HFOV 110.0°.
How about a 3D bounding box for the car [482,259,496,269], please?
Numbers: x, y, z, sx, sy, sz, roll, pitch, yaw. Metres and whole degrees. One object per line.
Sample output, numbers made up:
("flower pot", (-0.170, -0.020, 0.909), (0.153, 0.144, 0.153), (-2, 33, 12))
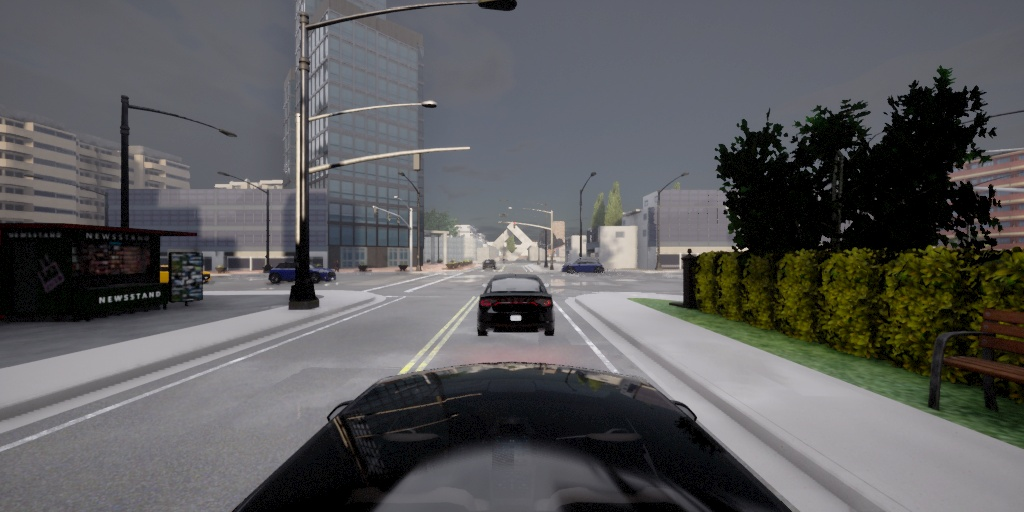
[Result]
("car", (-3.380, 1.227, 54.216), (1.882, 1.535, 5.008), (0, 0, 0))

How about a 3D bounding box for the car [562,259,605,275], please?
("car", (7.751, 1.101, 39.267), (4.553, 1.767, 2.097), (0, 0, 7))

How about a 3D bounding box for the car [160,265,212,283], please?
("car", (-26.398, 1.454, 28.001), (5.008, 1.535, 1.882), (-1, 0, 0))

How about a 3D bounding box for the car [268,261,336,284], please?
("car", (-16.286, 1.209, 28.038), (4.553, 1.767, 2.097), (-1, 0, 0))

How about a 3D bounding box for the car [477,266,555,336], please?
("car", (0.110, 1.228, 10.434), (1.882, 1.535, 5.008), (0, 0, 1))

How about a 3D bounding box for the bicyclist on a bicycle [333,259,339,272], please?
("bicyclist on a bicycle", (-21.822, 1.216, 44.493), (0.582, 1.620, 1.656), (-1, 0, 0))
